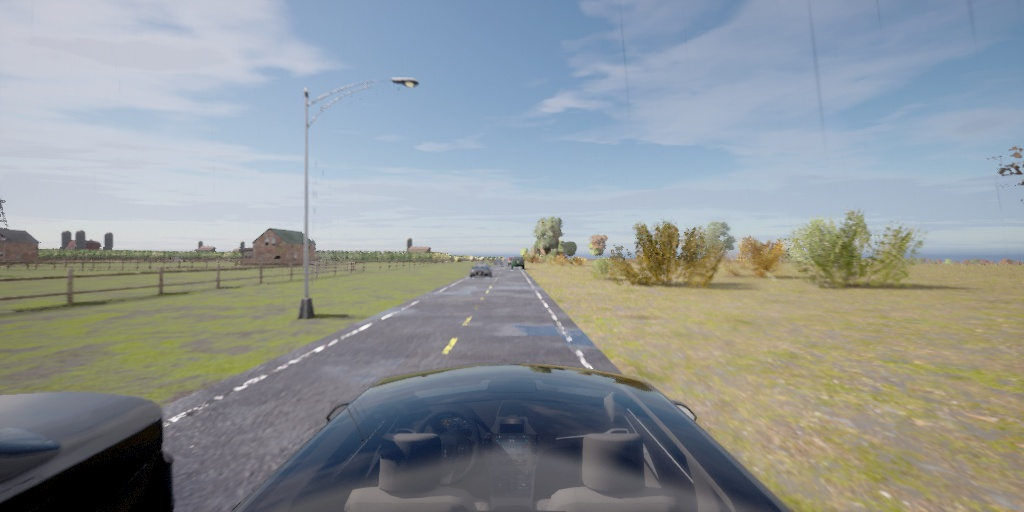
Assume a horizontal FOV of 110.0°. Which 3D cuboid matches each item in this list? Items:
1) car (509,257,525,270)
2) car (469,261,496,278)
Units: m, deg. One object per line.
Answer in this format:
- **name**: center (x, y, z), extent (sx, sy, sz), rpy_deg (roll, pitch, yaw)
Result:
- **car**: center (0.956, 1.106, 57.694), extent (2.150, 2.045, 5.566), rpy_deg (0, 0, 0)
- **car**: center (-2.846, 1.348, 33.729), extent (1.994, 1.385, 4.181), rpy_deg (0, 0, 0)
